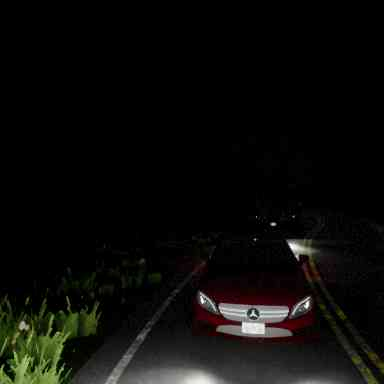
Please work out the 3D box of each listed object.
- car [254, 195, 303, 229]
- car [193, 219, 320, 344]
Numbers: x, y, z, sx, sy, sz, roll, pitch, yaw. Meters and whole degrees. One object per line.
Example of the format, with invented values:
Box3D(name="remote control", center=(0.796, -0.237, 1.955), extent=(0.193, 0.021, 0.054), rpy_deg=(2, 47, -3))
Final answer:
Box3D(name="car", center=(4.998, 1.214, 18.842), extent=(2.150, 2.045, 5.566), rpy_deg=(-2, -1, 22))
Box3D(name="car", center=(1.229, 1.534, 6.670), extent=(1.812, 1.442, 4.674), rpy_deg=(-1, 0, 11))
